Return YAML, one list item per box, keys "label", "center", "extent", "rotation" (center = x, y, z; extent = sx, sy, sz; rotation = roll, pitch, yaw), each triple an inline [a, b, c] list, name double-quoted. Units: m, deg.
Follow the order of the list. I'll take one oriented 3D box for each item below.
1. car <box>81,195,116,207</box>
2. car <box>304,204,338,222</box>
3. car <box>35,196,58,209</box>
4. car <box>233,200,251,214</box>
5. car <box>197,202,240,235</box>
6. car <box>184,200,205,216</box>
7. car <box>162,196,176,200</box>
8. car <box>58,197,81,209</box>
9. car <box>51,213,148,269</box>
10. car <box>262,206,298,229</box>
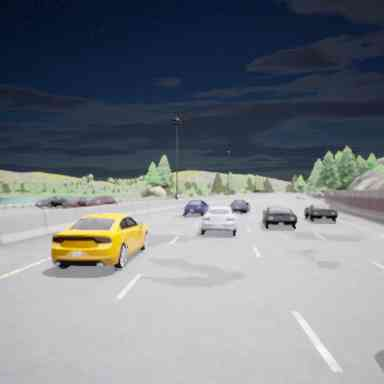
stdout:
- label: "car"
  center: [-11.449, 1.231, 41.944]
  extent: [2.097, 1.767, 4.553]
  rotation: [0, 0, 16]
- label: "car"
  center: [10.028, 1.575, 26.238]
  extent: [1.895, 1.301, 4.718]
  rotation: [0, 0, 12]
- label: "car"
  center: [-18.275, 1.348, 43.536]
  extent: [2.128, 1.511, 4.902]
  rotation: [0, 0, 16]
- label: "car"
  center: [5.113, 1.505, 35.459]
  extent: [1.994, 1.385, 4.181]
  rotation: [0, 0, 15]
- label: "car"
  center: [1.589, 1.492, 18.578]
  extent: [1.812, 1.442, 4.674]
  rotation: [0, 0, 8]
- label: "car"
  center: [0.497, 1.462, 31.561]
  extent: [1.812, 1.442, 4.674]
  rotation: [0, 0, 13]
- label: "car"
  center: [-3.668, 1.401, 55.447]
  extent: [1.812, 1.442, 4.674]
  rotation: [0, 0, 18]
- label: "car"
  center: [-14.767, 1.394, 43.089]
  extent: [1.812, 1.442, 4.674]
  rotation: [0, 0, 16]
- label: "car"
  center: [-2.782, 1.446, 11.112]
  extent: [1.882, 1.535, 5.008]
  rotation: [0, 0, 5]
- label: "car"
  center: [5.587, 1.572, 21.667]
  extent: [1.895, 1.301, 4.718]
  rotation: [0, 0, 9]
